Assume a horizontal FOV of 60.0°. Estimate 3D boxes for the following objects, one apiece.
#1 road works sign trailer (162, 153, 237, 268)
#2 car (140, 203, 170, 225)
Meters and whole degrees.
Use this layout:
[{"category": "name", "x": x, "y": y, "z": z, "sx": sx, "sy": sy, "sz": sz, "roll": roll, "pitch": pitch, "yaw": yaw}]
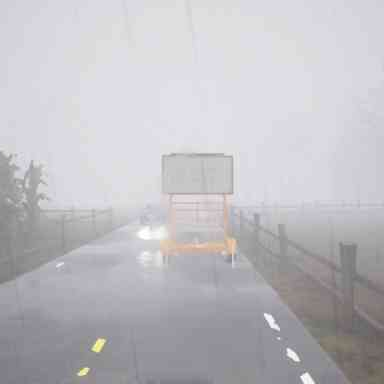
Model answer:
[{"category": "road works sign trailer", "x": 0.185, "y": 0.485, "z": 11.356, "sx": 2.380, "sy": 3.560, "sz": 2.880, "roll": 0, "pitch": 0, "yaw": -2}, {"category": "car", "x": -2.727, "y": 1.591, "z": 25.164, "sx": 2.128, "sy": 1.511, "sz": 4.902, "roll": 0, "pitch": 0, "yaw": 0}]
